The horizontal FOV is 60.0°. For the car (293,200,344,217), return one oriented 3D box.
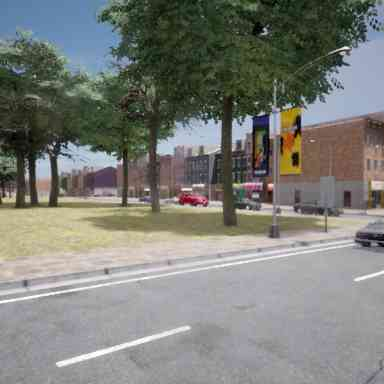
[{"bbox_3d":[12.178,1.580,32.240,1.837,1.490,4.892,1,0,-35],"label":"car"}]

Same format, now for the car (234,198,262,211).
[{"bbox_3d":[6.352,1.488,40.431,1.837,1.490,4.892,1,0,-35],"label":"car"}]

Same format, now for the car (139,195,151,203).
[{"bbox_3d":[-8.777,1.391,66.595,2.033,1.411,5.357,1,0,-35],"label":"car"}]

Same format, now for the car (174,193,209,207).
[{"bbox_3d":[0.151,1.127,49.165,2.150,2.045,5.566,1,0,-35],"label":"car"}]

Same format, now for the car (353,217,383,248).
[{"bbox_3d":[9.094,1.616,14.162,5.357,1.411,2.033,1,0,-35],"label":"car"}]

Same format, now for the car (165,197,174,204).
[{"bbox_3d":[-2.909,1.479,58.441,1.895,1.301,4.718,1,0,-35],"label":"car"}]
